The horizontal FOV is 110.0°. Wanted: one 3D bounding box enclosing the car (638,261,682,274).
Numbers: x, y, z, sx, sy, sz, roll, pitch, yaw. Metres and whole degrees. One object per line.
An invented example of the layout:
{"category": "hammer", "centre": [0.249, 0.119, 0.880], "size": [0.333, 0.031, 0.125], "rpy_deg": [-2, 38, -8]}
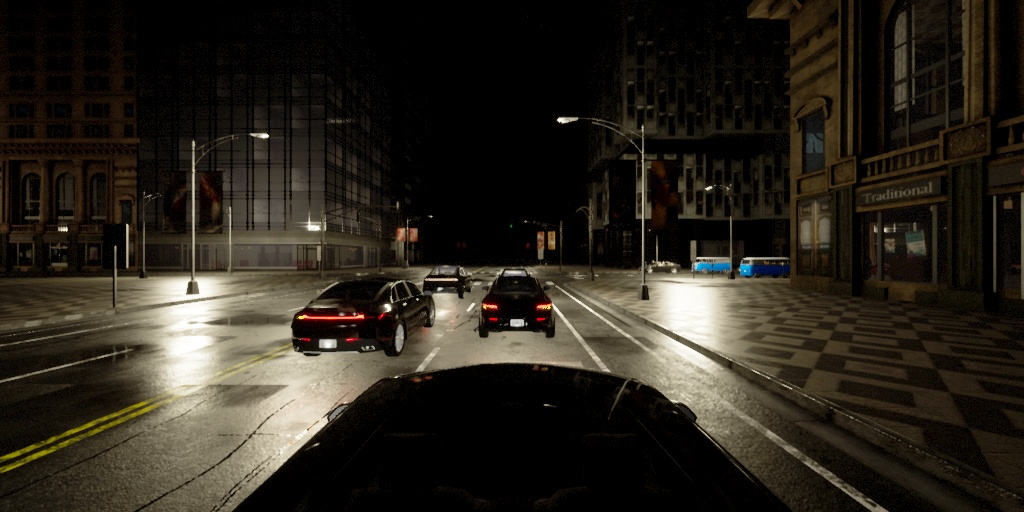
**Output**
{"category": "car", "centre": [15.970, 1.253, 38.797], "size": [4.403, 1.370, 2.007], "rpy_deg": [0, 0, 0]}

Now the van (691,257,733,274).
{"category": "van", "centre": [21.588, 1.032, 38.758], "size": [3.998, 1.789, 1.690], "rpy_deg": [0, 0, 0]}

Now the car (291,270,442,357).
{"category": "car", "centre": [-3.136, 1.253, 8.544], "size": [1.837, 1.490, 4.892], "rpy_deg": [0, 0, 0]}

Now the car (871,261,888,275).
{"category": "car", "centre": [32.769, 1.244, 30.157], "size": [4.207, 1.307, 1.802], "rpy_deg": [0, 0, 0]}

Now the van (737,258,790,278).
{"category": "van", "centre": [21.532, 1.024, 30.234], "size": [3.998, 1.789, 1.690], "rpy_deg": [0, 0, 0]}

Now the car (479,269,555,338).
{"category": "car", "centre": [0.120, 1.273, 10.039], "size": [1.812, 1.442, 4.674], "rpy_deg": [0, 0, 0]}

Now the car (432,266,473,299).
{"category": "car", "centre": [-3.111, 1.237, 17.958], "size": [2.128, 1.511, 4.902], "rpy_deg": [0, 0, 0]}
